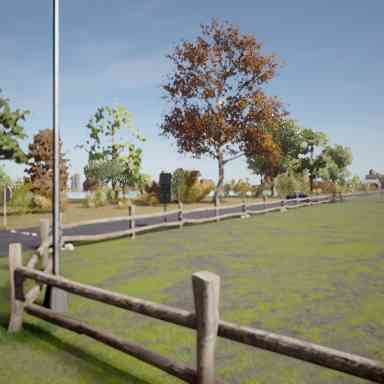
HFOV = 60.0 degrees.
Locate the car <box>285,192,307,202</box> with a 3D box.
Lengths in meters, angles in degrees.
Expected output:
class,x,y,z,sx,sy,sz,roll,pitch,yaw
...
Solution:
class,x,y,z,sx,sy,sz,roll,pitch,yaw
car,15.404,0.725,49.054,1.895,1.301,4.718,0,1,37
